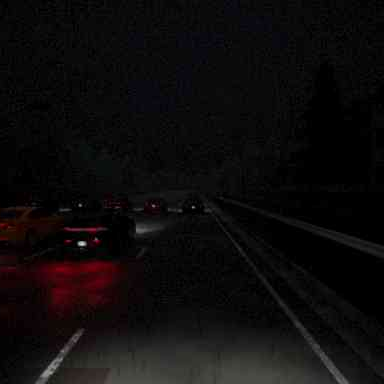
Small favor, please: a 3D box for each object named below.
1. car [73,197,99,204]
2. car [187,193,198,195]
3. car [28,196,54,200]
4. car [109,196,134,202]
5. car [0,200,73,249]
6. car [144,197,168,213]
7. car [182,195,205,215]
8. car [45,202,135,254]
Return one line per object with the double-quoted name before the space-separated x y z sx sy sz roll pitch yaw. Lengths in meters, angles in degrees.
"car" -10.431 1.195 33.100 1.994 1.385 4.181 0 1 0
"car" 0.112 0.870 43.167 2.097 1.767 4.553 0 1 0
"car" -13.944 1.158 31.109 1.837 1.490 4.892 0 1 1
"car" -6.933 1.143 32.524 1.837 1.490 4.892 0 1 0
"car" -6.896 1.323 13.770 1.882 1.535 5.008 0 1 0
"car" -3.439 1.208 31.965 1.994 1.385 4.181 0 1 0
"car" 0.108 1.230 29.876 1.994 1.385 4.181 0 1 0
"car" -3.396 1.349 12.700 2.128 1.511 4.902 0 1 0
